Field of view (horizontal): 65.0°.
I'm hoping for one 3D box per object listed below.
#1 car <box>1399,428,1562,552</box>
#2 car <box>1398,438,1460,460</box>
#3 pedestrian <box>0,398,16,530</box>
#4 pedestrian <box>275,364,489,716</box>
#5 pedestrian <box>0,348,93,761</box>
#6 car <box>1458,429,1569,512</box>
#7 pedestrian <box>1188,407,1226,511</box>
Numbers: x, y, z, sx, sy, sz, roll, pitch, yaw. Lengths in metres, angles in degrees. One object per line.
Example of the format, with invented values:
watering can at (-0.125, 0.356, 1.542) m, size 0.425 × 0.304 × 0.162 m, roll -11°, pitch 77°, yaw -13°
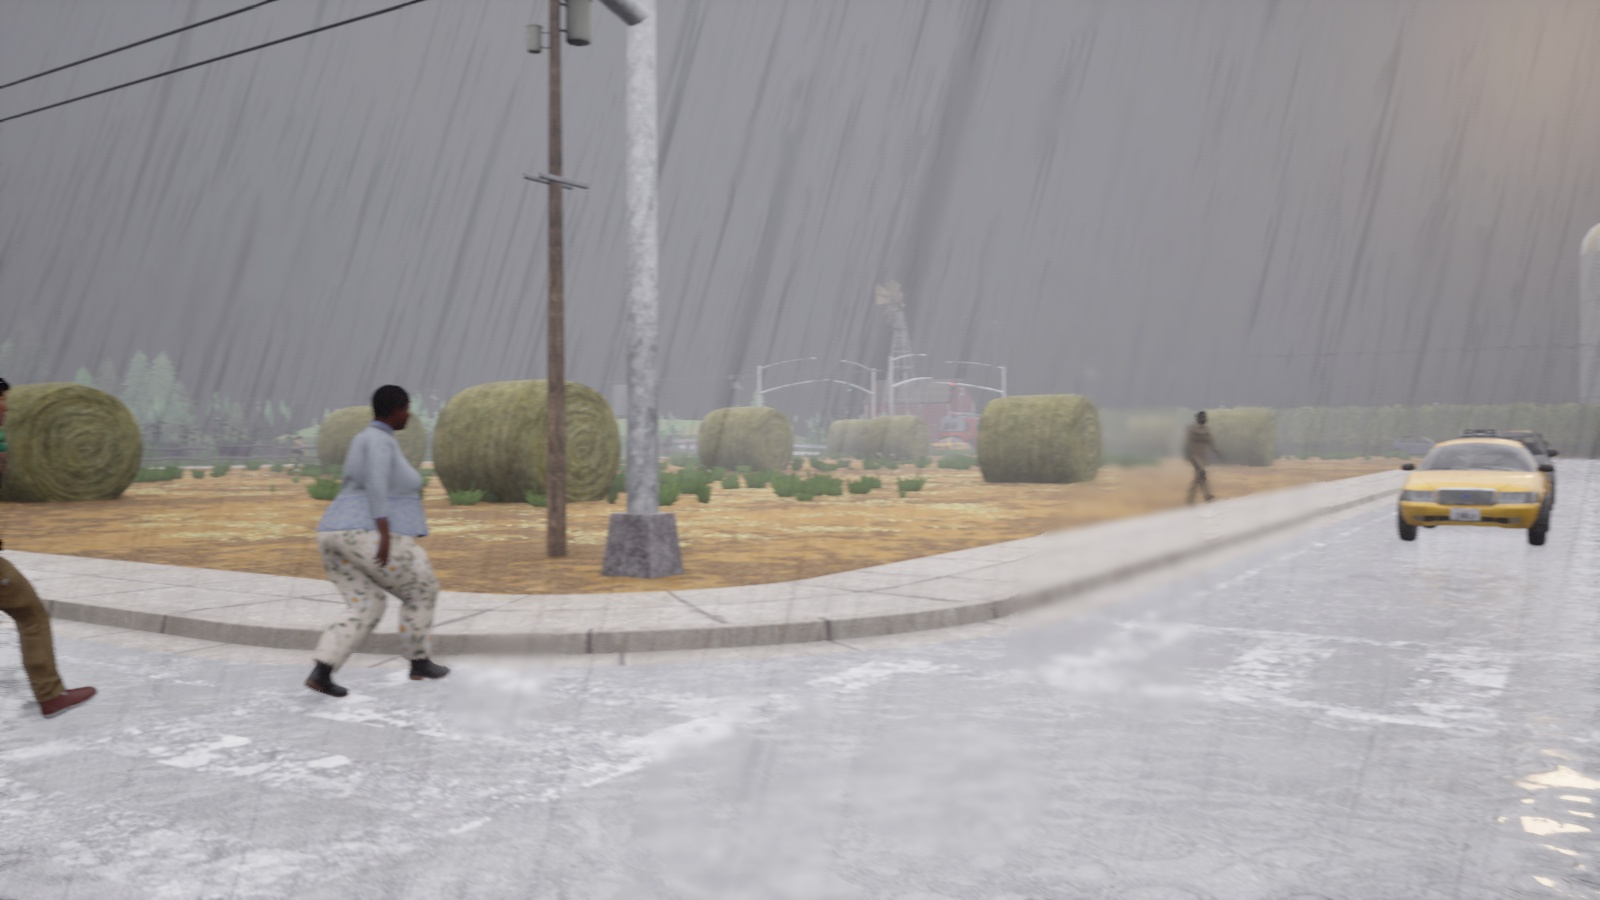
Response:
car at (10.224, 0.486, 18.660) m, size 1.801 × 1.575 × 5.366 m, roll 0°, pitch 0°, yaw 32°
car at (43.460, -0.073, 86.810) m, size 3.633 × 1.501 × 1.845 m, roll 0°, pitch 1°, yaw 33°
pedestrian at (-12.230, 0.207, 18.850) m, size 0.659 × 1.952 × 0.873 m, roll 0°, pitch 1°, yaw -40°
pedestrian at (-2.410, 0.468, 7.232) m, size 0.900 × 1.855 × 0.874 m, roll 0°, pitch 1°, yaw -41°
pedestrian at (-3.931, 0.493, 6.064) m, size 0.423 × 1.949 × 0.788 m, roll 0°, pitch 1°, yaw 35°
car at (15.049, 0.374, 26.387) m, size 1.851 × 1.617 × 3.988 m, roll 0°, pitch 1°, yaw 32°
pedestrian at (7.613, 0.164, 23.513) m, size 0.396 × 1.930 × 0.692 m, roll 0°, pitch 1°, yaw -8°
